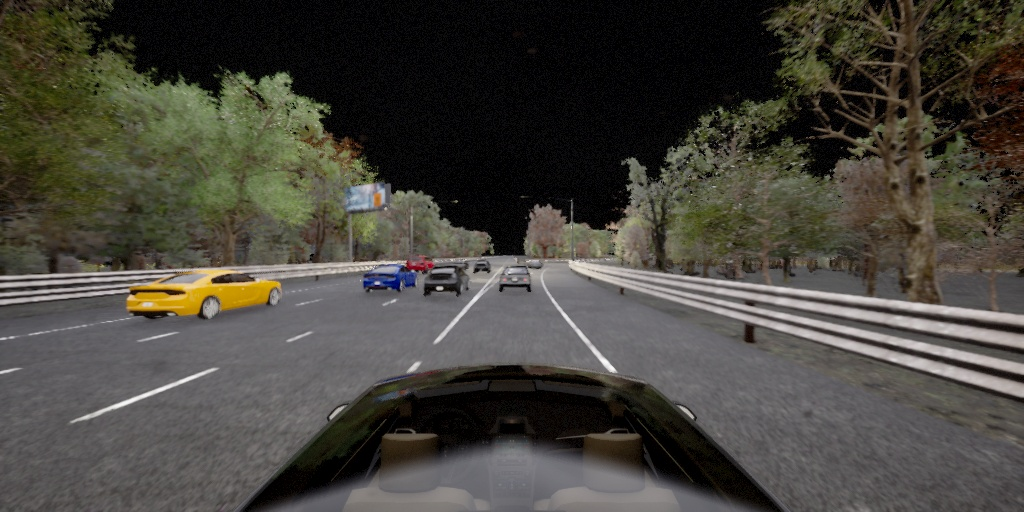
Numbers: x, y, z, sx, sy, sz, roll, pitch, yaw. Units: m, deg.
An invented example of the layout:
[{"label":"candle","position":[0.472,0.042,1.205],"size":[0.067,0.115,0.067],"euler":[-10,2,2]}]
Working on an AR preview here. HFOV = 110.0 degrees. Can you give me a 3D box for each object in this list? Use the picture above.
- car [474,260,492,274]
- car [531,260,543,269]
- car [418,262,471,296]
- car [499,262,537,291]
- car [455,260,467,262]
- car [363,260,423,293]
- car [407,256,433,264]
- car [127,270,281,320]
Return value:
[{"label":"car","position":[-3.405,1.257,42.214],"size":[1.837,1.490,4.892],"euler":[0,0,0]},{"label":"car","position":[3.860,1.347,56.906],"size":[1.994,1.385,4.181],"euler":[0,0,9]},{"label":"car","position":[-3.402,1.256,19.291],"size":[1.837,1.490,4.892],"euler":[0,0,0]},{"label":"car","position":[0.270,1.297,21.698],"size":[2.033,1.411,5.357],"euler":[0,0,3]},{"label":"car","position":[-6.904,1.243,48.642],"size":[2.128,1.511,4.902],"euler":[0,0,0]},{"label":"car","position":[-6.902,1.228,20.855],"size":[1.882,1.535,5.008],"euler":[0,0,0]},{"label":"car","position":[-10.405,0.973,40.748],"size":[2.150,2.045,5.566],"euler":[0,0,0]},{"label":"car","position":[-10.401,1.228,12.709],"size":[1.882,1.535,5.008],"euler":[0,0,0]}]
